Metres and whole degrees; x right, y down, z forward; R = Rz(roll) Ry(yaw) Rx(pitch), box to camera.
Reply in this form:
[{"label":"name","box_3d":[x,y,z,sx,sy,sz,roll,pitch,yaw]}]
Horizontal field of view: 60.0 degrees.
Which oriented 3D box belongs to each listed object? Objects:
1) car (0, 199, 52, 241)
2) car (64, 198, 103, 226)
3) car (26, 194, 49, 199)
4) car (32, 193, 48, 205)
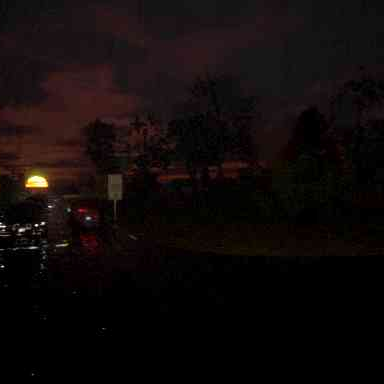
[{"label":"car","box_3d":[-7.767,1.282,15.627,1.837,1.490,4.892,-1,1,-22]},{"label":"car","box_3d":[-6.723,1.164,20.677,1.837,1.490,4.892,-1,1,-23]},{"label":"car","box_3d":[-12.079,1.135,25.636,1.837,1.490,4.892,-1,1,-24]},{"label":"car","box_3d":[-20.425,0.893,44.828,1.812,1.442,4.674,-1,1,-23]}]
